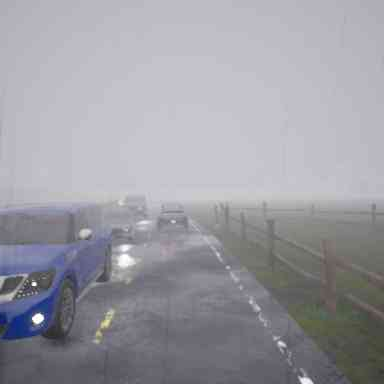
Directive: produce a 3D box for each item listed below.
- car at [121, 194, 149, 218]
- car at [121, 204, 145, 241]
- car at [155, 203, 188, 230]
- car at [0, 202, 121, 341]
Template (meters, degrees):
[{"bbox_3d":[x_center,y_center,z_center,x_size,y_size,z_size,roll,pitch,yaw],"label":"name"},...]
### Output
[{"bbox_3d":[-5.144,1.267,30.422,2.150,2.045,5.566,-1,1,-7],"label":"car"},{"bbox_3d":[-3.784,1.595,17.138,2.033,1.411,5.357,-1,0,-5],"label":"car"},{"bbox_3d":[-1.309,1.488,21.440,2.128,1.511,4.902,-1,0,-6],"label":"car"},{"bbox_3d":[-3.107,1.268,6.916,2.150,2.045,5.566,-1,0,-3],"label":"car"}]
